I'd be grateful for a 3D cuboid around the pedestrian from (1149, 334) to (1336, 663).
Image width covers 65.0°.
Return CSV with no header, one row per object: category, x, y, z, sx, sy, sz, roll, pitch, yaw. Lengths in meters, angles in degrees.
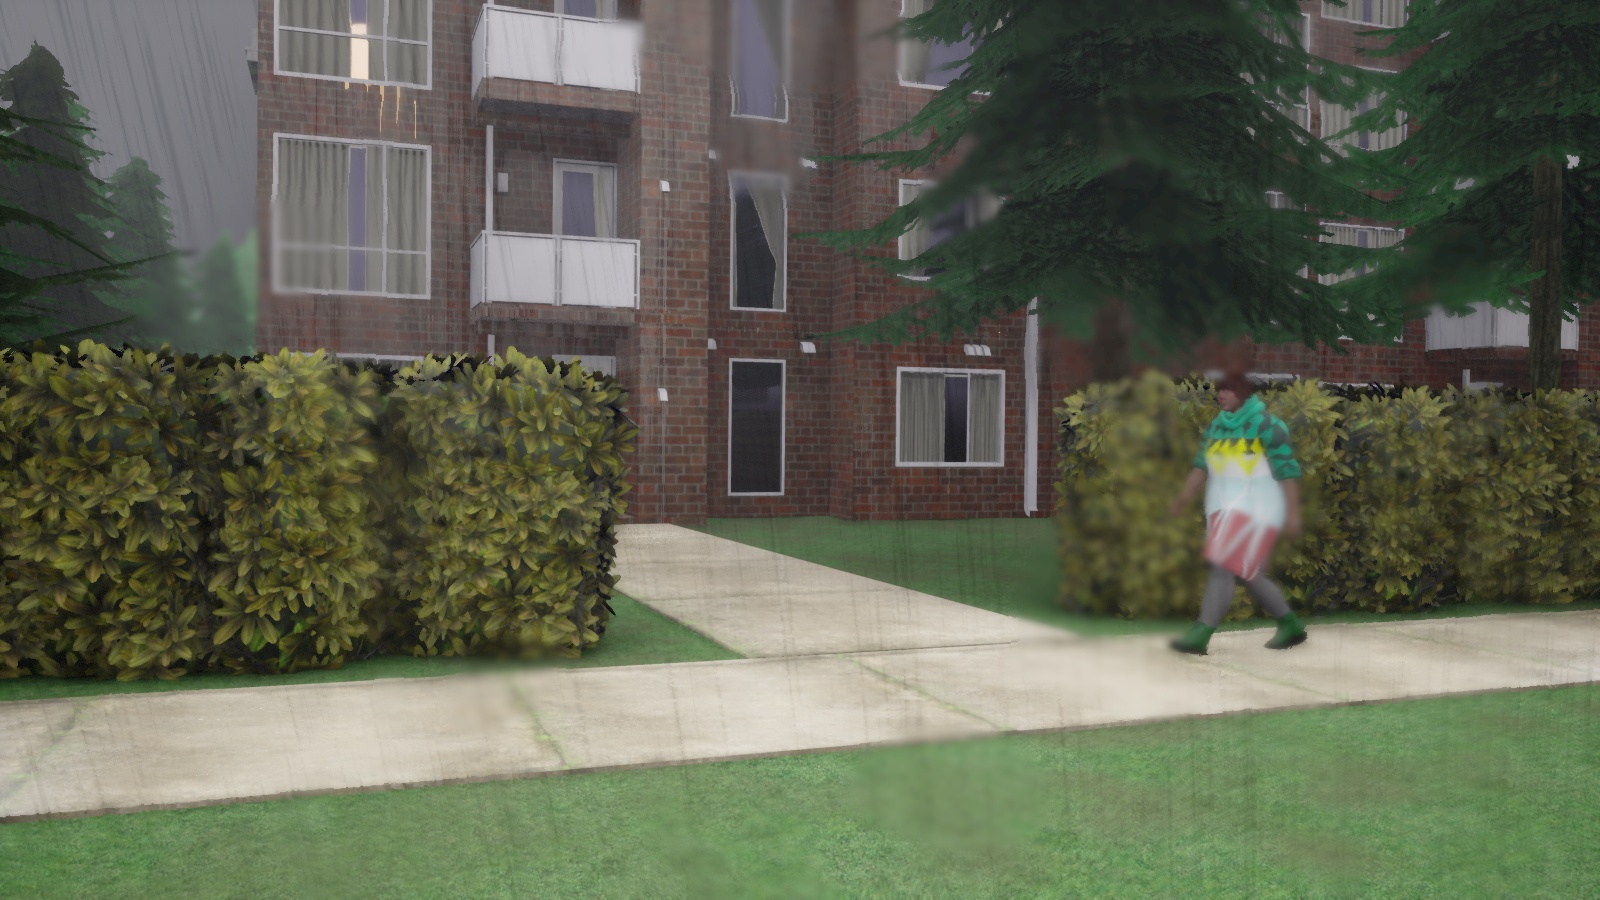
pedestrian,2.761,0.279,7.867,0.873,1.952,0.659,-1,1,-16
